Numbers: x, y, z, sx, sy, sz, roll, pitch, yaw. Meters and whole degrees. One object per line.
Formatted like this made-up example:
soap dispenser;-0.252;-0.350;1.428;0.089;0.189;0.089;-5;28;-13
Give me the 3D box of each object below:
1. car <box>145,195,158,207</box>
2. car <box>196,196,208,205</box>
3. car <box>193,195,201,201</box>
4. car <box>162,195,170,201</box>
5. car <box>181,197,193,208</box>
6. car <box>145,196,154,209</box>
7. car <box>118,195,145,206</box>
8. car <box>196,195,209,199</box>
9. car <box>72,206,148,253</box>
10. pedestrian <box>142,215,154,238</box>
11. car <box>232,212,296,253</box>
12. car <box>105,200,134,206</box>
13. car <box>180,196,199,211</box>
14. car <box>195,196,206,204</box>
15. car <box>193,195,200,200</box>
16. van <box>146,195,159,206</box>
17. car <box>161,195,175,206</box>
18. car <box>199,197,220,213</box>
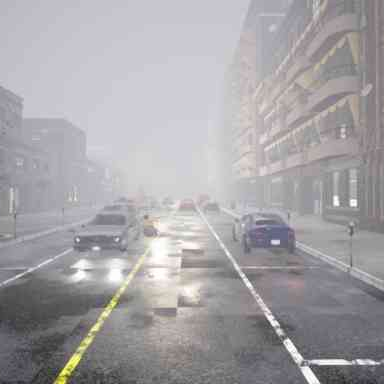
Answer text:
car;-6.402;1.339;48.848;2.192;1.841;5.009;1;0;-1
car;1.788;1.472;60.407;1.967;1.590;4.097;1;0;-1
car;1.353;1.606;88.836;2.008;1.369;4.403;1;0;-1
car;-6.989;1.581;88.481;1.752;1.417;4.829;1;0;-1
car;-0.747;1.503;51.004;1.882;1.535;5.008;0;0;0
car;-6.341;1.603;43.161;1.802;1.307;4.206;1;0;-1
car;-6.156;1.330;31.789;2.192;1.841;5.009;1;0;-1
car;1.876;1.343;54.721;2.192;1.841;5.009;1;0;-1
car;-3.322;1.553;14.061;2.033;1.411;5.357;0;0;-1
pedestrian;-2.220;1.300;16.331;0.375;1.860;0.375;1;-1;-1
car;2.795;1.531;13.554;1.812;1.442;4.674;0;0;-1
car;-6.074;1.577;26.103;1.947;1.339;4.313;1;0;-1
car;-0.533;1.583;40.992;1.994;1.385;4.181;0;0;-1
car;1.699;1.602;66.094;1.947;1.339;4.313;1;0;-1
car;1.264;1.586;94.692;1.752;1.417;4.829;1;0;-1
van;-6.473;1.369;54.534;1.690;1.788;3.998;1;0;-1
car;-3.929;1.533;55.386;1.837;1.490;4.892;0;0;-1
car;2.132;1.562;37.663;1.887;1.381;4.507;1;0;-1
